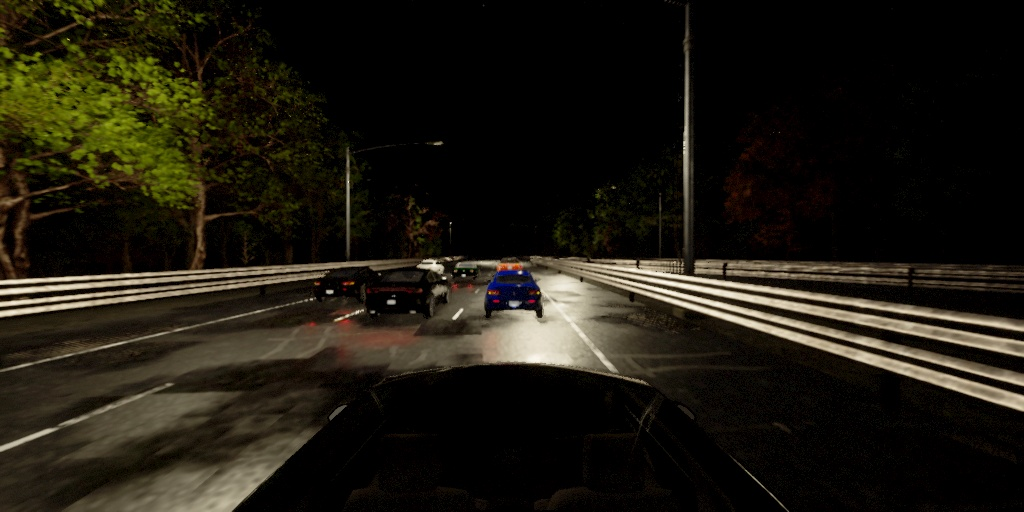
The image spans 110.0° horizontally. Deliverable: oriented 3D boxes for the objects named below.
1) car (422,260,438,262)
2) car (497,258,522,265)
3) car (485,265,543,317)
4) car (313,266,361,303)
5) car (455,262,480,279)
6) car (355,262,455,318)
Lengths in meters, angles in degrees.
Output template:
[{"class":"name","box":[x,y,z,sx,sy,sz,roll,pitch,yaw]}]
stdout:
[{"class":"car","box":[-7.233,1.084,31.817,1.812,1.442,4.674,0,0,-1]},{"class":"car","box":[-0.206,0.915,30.505,2.097,1.767,4.553,0,0,-1]},{"class":"car","box":[0.042,1.200,12.679,1.812,1.442,4.674,0,0,0]},{"class":"car","box":[-6.988,1.181,15.995,1.812,1.442,4.674,0,0,-1]},{"class":"car","box":[-3.680,1.172,29.281,1.895,1.301,4.718,0,0,-1]},{"class":"car","box":[-3.458,1.153,12.697,1.882,1.535,5.008,0,0,0]}]
